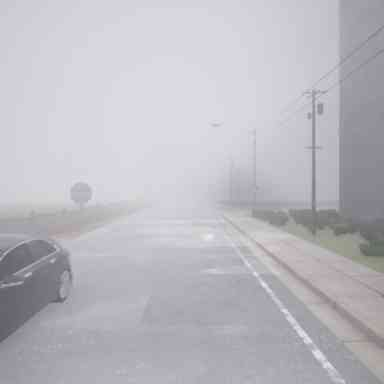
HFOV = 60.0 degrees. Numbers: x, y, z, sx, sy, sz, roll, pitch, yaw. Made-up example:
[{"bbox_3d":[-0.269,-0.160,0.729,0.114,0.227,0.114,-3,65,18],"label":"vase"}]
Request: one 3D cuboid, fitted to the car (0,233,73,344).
[{"bbox_3d":[-3.502,1.537,5.412,1.837,1.490,4.892,0,0,0],"label":"car"}]
